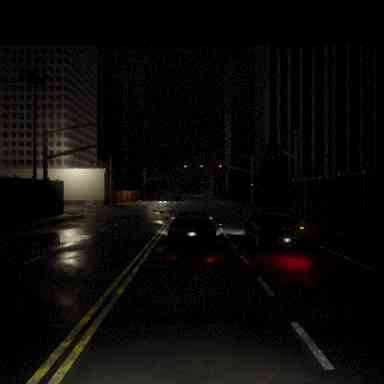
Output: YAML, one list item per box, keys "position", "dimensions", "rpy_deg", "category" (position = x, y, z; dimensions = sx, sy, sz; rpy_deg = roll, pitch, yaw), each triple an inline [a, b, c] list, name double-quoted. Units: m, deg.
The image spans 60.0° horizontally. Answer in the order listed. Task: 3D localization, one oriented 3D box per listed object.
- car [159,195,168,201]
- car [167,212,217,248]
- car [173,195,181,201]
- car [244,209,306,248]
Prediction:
- position: [-7.000, 1.472, 80.824]
  dimensions: [2.128, 1.511, 4.902]
  rpy_deg: [0, 0, 0]
  category: "car"
- position: [0.000, 1.571, 14.650]
  dimensions: [1.994, 1.385, 4.181]
  rpy_deg: [0, 0, 0]
  category: "car"
- position: [-3.500, 1.486, 80.826]
  dimensions: [2.033, 1.411, 5.357]
  rpy_deg: [0, 0, 0]
  category: "car"
- position: [3.500, 1.515, 14.650]
  dimensions: [1.837, 1.490, 4.892]
  rpy_deg: [0, 0, 0]
  category: "car"
